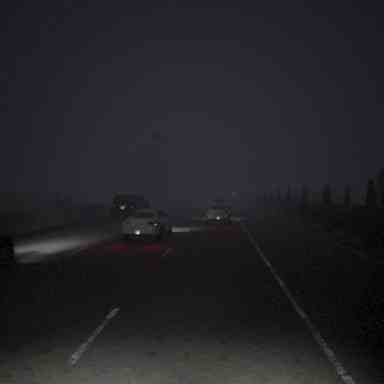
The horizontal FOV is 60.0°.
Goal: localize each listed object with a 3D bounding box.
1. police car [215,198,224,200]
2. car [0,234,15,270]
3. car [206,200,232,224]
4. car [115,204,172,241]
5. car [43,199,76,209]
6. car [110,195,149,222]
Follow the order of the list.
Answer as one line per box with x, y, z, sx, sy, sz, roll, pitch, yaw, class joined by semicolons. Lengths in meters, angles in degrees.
3.517;1.594;42.766;2.038;1.542;4.974;0;0;5;police car
-6.391;1.486;8.130;2.128;1.511;4.902;0;0;4;car
2.025;1.578;25.302;1.812;1.442;4.674;0;0;5;car
-2.192;1.549;16.949;1.812;1.442;4.674;0;0;5;car
-14.637;1.515;37.057;2.128;1.511;4.902;0;0;5;car
-4.858;1.255;26.984;2.150;2.045;5.566;0;0;5;car
